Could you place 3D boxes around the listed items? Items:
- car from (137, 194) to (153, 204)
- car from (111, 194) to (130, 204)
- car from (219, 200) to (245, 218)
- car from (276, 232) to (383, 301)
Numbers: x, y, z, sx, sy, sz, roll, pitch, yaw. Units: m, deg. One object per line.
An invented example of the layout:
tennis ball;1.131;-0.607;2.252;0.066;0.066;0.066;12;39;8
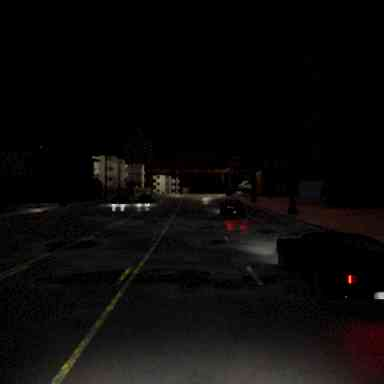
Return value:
car;-7.072;0.981;50.439;2.033;1.411;5.357;0;1;0
car;-10.576;0.997;49.816;2.033;1.411;5.357;0;1;0
car;3.561;1.444;30.185;2.128;1.511;4.902;0;1;0
car;3.590;1.687;8.507;1.895;1.301;4.718;0;0;0
